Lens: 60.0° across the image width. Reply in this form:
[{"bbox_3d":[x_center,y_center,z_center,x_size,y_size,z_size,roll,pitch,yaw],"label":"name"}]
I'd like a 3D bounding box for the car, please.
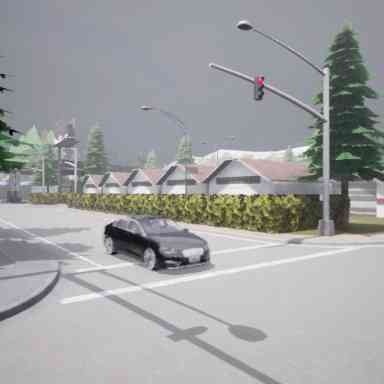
[{"bbox_3d":[-1.391,1.562,11.180,2.128,1.511,4.902,0,1,-37],"label":"car"}]
